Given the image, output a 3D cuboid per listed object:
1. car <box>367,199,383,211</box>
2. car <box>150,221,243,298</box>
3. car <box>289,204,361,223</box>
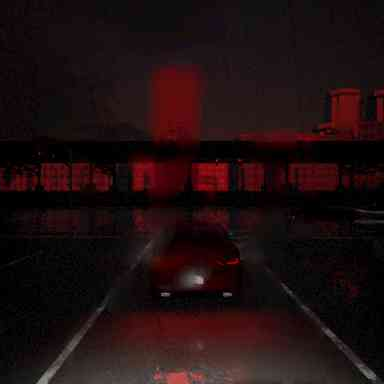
[{"bbox_3d":[22.714,1.403,38.390,4.674,1.442,1.812,-1,0,1],"label":"car"},{"bbox_3d":[0.091,1.478,8.592,1.882,1.535,5.008,0,0,0],"label":"car"},{"bbox_3d":[9.728,1.566,24.530,4.718,1.301,1.895,0,0,2],"label":"car"}]
